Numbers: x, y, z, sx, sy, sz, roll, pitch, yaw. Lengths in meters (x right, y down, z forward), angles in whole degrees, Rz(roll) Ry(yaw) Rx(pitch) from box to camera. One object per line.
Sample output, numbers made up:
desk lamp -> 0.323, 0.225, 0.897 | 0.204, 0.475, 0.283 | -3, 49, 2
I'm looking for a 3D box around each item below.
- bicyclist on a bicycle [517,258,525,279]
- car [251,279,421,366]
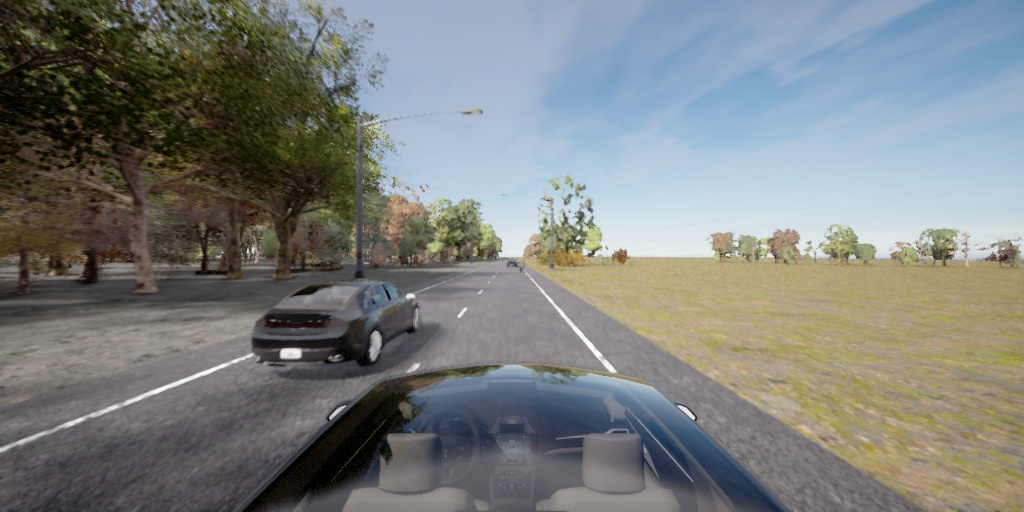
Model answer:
bicyclist on a bicycle -> 0.944, 1.224, 32.612 | 0.582, 1.620, 1.656 | 0, 0, 0
car -> -3.407, 1.259, 7.948 | 1.837, 1.490, 4.892 | 0, 0, 0
